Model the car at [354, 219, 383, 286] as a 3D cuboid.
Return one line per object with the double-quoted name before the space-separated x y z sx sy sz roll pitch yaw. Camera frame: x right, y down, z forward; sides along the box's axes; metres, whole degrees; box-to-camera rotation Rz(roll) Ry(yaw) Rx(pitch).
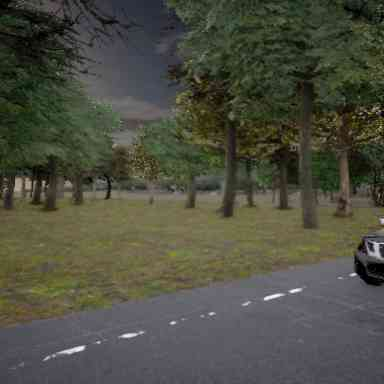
"car" 6.470 1.279 8.548 5.566 2.045 2.150 0 -1 -36
